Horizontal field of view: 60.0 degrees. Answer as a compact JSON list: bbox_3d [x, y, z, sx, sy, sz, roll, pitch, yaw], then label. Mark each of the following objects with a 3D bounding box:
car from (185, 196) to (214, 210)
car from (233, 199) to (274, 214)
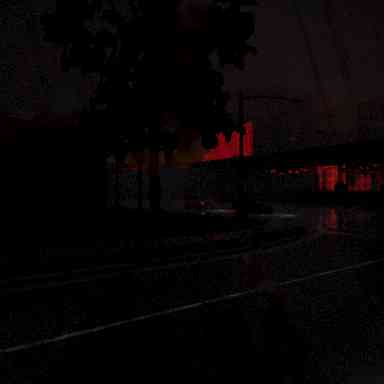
[{"bbox_3d":[0.958,1.352,43.580,2.097,1.767,4.553,0,0,-33],"label":"car"},{"bbox_3d":[6.426,1.477,35.385,1.882,1.535,5.008,0,0,-34],"label":"car"}]
